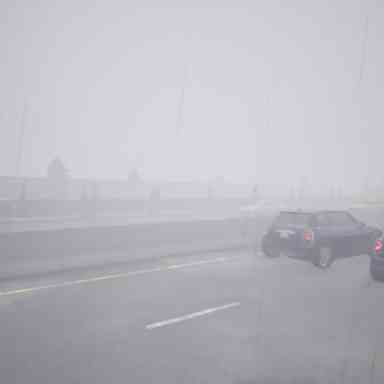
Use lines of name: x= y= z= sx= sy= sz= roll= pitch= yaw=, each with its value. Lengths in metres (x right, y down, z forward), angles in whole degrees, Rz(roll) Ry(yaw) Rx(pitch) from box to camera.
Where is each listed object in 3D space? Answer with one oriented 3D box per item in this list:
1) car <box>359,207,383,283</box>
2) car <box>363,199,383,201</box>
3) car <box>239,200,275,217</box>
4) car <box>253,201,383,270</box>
car: x=6.505 y=1.327 z=8.366 sx=4.553 sy=1.767 sz=2.097 roll=0 pitch=0 yaw=-35
car: x=16.378 y=1.411 z=30.433 sx=5.008 sy=1.535 sz=1.882 roll=0 pitch=0 yaw=-24
car: x=6.267 y=1.480 z=29.128 sx=4.674 sy=1.442 sz=1.812 roll=0 pitch=0 yaw=-30
car: x=4.525 y=1.327 z=11.247 sx=4.553 sy=1.767 sz=2.097 roll=0 pitch=0 yaw=-35
